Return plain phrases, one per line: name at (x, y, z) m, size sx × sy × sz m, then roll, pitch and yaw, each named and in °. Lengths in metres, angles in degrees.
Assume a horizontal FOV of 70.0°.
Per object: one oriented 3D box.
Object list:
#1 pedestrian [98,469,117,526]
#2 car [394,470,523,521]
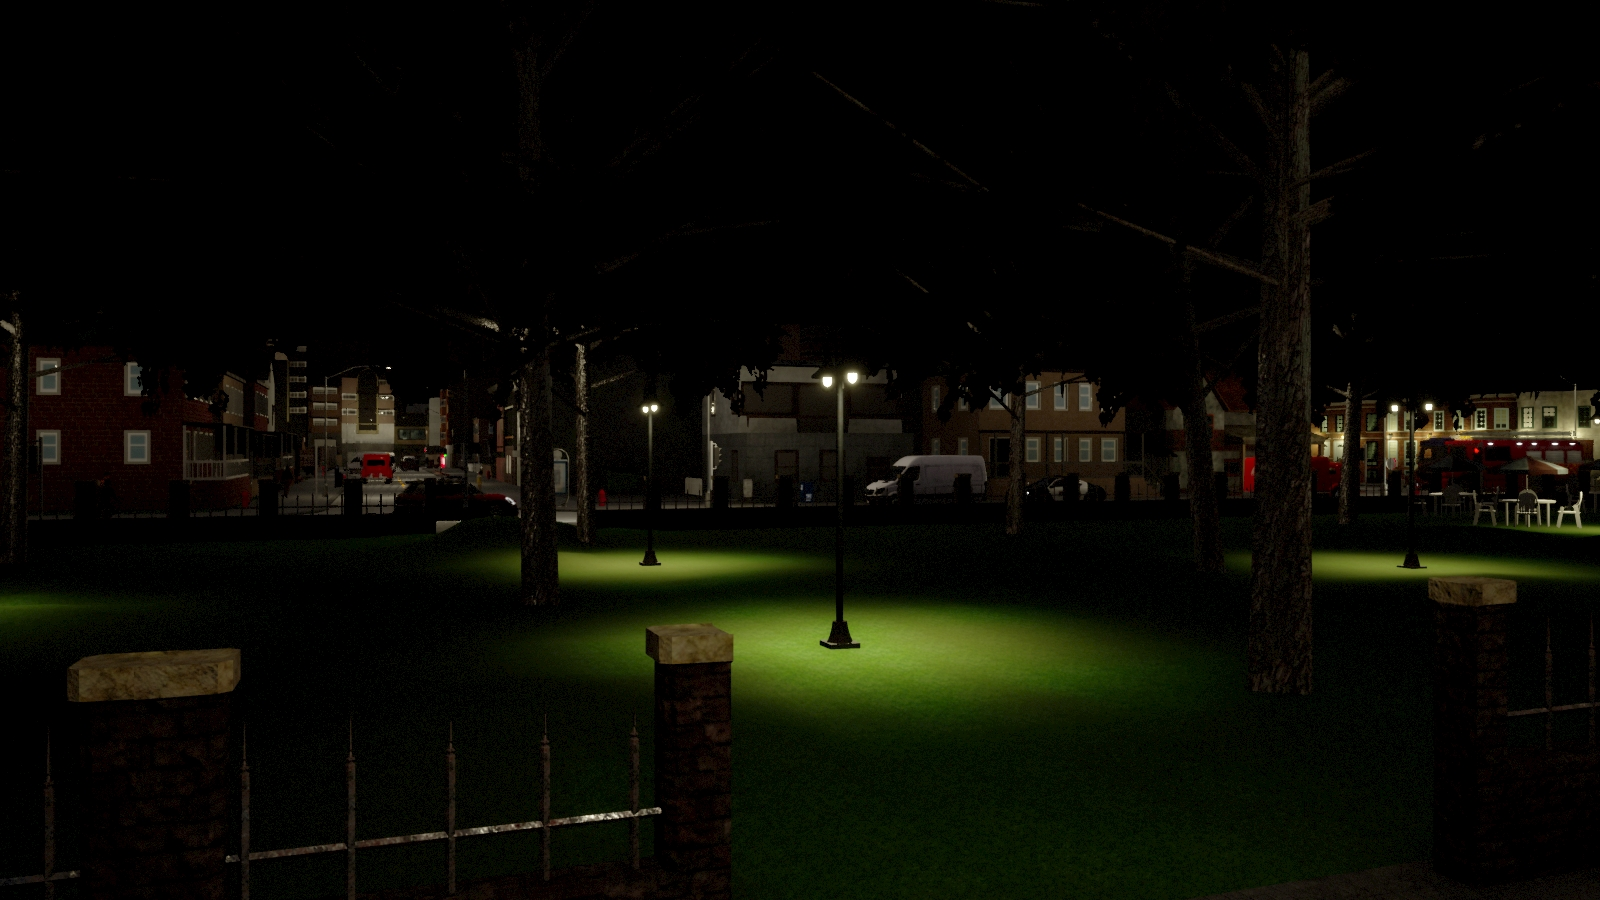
pedestrian at (-22.708, 1.558, 37.463) m, size 0.375 × 1.860 × 0.375 m, roll 0°, pitch 0°, yaw 9°
car at (-12.893, 1.685, 43.062) m, size 4.553 × 1.767 × 2.097 m, roll 0°, pitch 0°, yaw -20°
